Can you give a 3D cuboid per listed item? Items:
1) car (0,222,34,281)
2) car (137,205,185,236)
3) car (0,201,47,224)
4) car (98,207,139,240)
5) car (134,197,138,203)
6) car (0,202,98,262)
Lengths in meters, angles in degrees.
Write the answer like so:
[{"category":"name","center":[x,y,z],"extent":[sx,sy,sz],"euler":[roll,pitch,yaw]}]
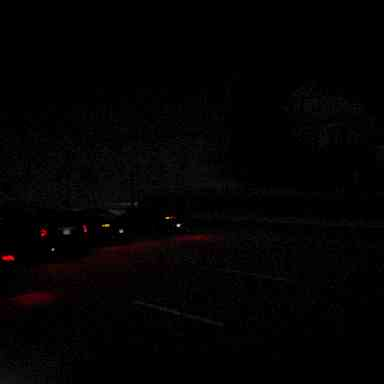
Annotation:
[{"category":"car","center":[-6.555,1.578,8.599],"extent":[5.357,1.411,2.033],"euler":[0,0,36]},{"category":"car","center":[-2.666,1.540,18.748],"extent":[4.892,1.490,1.837],"euler":[-1,-1,36]},{"category":"car","center":[-14.093,1.572,26.668],"extent":[4.902,1.511,2.128],"euler":[0,0,33]},{"category":"car","center":[-4.998,1.566,16.116],"extent":[4.674,1.442,1.812],"euler":[-1,0,36]},{"category":"car","center":[-10.956,1.629,72.842],"extent":[1.882,1.535,5.008],"euler":[0,0,36]},{"category":"car","center":[-5.950,1.387,12.484],"extent":[4.553,1.767,2.097],"euler":[0,0,36]}]
